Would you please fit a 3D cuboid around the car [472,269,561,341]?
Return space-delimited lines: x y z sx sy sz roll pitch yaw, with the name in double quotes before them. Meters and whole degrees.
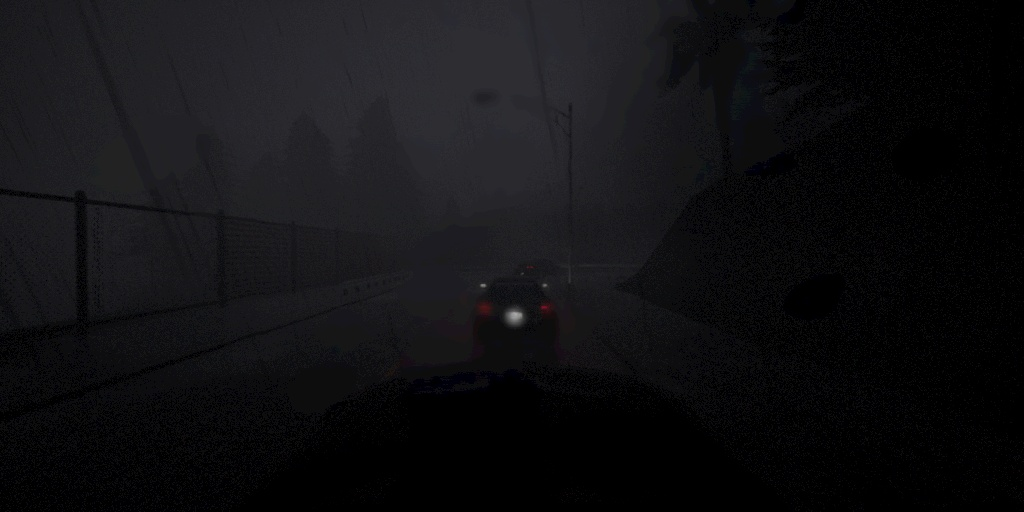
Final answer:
"car" 0.074 1.212 9.539 1.994 1.385 4.181 0 1 0

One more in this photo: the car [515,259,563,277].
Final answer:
"car" 2.077 0.930 26.749 1.837 1.490 4.892 -3 -1 34
